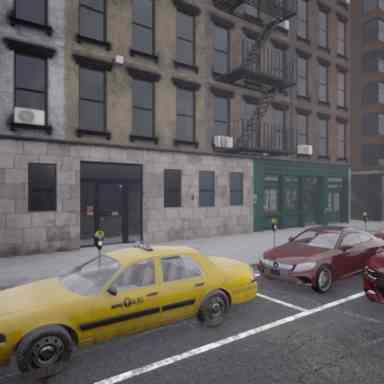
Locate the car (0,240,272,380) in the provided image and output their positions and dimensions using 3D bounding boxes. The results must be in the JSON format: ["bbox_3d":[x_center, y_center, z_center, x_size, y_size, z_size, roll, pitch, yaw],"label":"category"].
[{"bbox_3d":[-1.036,1.525,5.455,4.829,1.417,1.752,0,0,-36],"label":"car"}]

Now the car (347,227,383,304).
[{"bbox_3d":[5.607,1.478,7.093,5.008,1.535,1.882,0,0,-36],"label":"car"}]

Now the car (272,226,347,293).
[{"bbox_3d":[3.588,1.582,8.768,4.206,1.307,1.802,0,0,-36],"label":"car"}]
